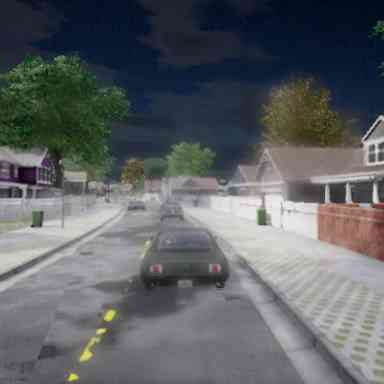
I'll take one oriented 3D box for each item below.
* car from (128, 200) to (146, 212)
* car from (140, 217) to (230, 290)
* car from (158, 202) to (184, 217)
[{"bbox_3d":[-6.425,1.569,38.790,1.994,1.385,4.181,0,0,-10],"label":"car"},{"bbox_3d":[-0.218,1.600,9.071,1.895,1.301,4.718,0,0,-2],"label":"car"},{"bbox_3d":[-1.743,1.550,27.370,2.033,1.411,5.357,0,0,-7],"label":"car"}]
